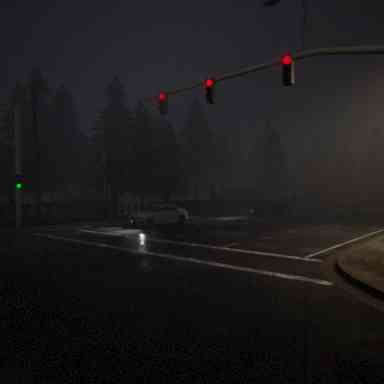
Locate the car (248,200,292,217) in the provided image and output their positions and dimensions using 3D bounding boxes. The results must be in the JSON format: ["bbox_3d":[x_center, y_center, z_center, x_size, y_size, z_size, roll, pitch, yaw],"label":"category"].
[{"bbox_3d":[7.442,1.493,31.732,4.902,1.511,2.128,-1,0,-35],"label":"car"}]

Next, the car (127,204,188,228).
[{"bbox_3d":[-2.238,1.577,22.768,1.812,1.442,4.674,-1,0,43],"label":"car"}]
